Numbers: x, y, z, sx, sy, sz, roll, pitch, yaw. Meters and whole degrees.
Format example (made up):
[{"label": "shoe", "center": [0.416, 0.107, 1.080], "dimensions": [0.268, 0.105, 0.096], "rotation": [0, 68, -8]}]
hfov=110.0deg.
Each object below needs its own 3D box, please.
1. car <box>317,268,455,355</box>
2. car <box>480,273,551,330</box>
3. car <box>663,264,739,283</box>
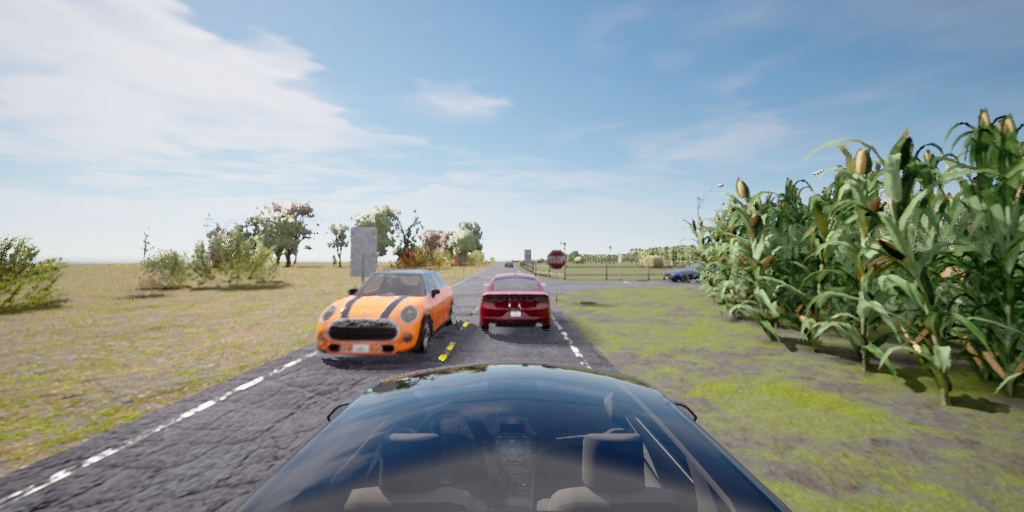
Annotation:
[{"label": "car", "center": [-2.769, 1.136, 8.900], "dimensions": [2.097, 1.767, 4.553], "rotation": [0, 0, 1]}, {"label": "car", "center": [0.089, 1.279, 11.314], "dimensions": [1.882, 1.535, 5.008], "rotation": [0, 0, 0]}, {"label": "car", "center": [14.686, 1.308, 27.901], "dimensions": [5.357, 1.411, 2.033], "rotation": [-1, -1, -1]}]
